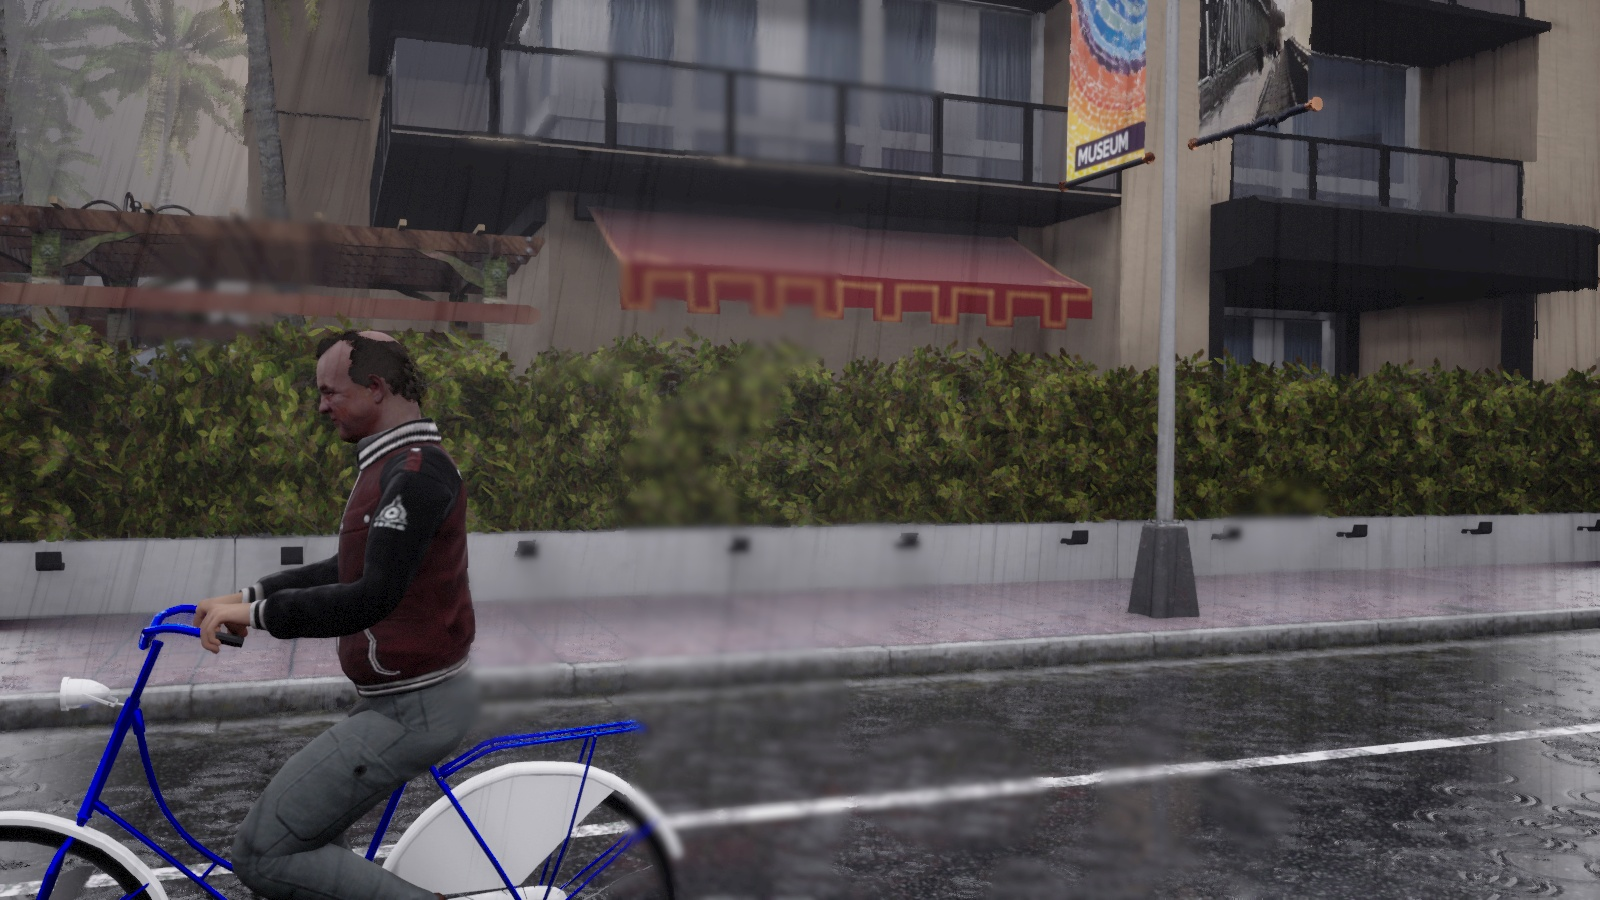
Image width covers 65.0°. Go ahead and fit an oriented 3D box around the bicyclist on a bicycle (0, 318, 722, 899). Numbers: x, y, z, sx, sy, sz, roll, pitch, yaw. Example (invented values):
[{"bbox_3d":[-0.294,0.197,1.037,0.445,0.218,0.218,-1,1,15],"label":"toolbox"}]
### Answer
[{"bbox_3d":[-1.157,0.636,2.793,1.843,1.776,0.659,-1,1,-21],"label":"bicyclist on a bicycle"}]
